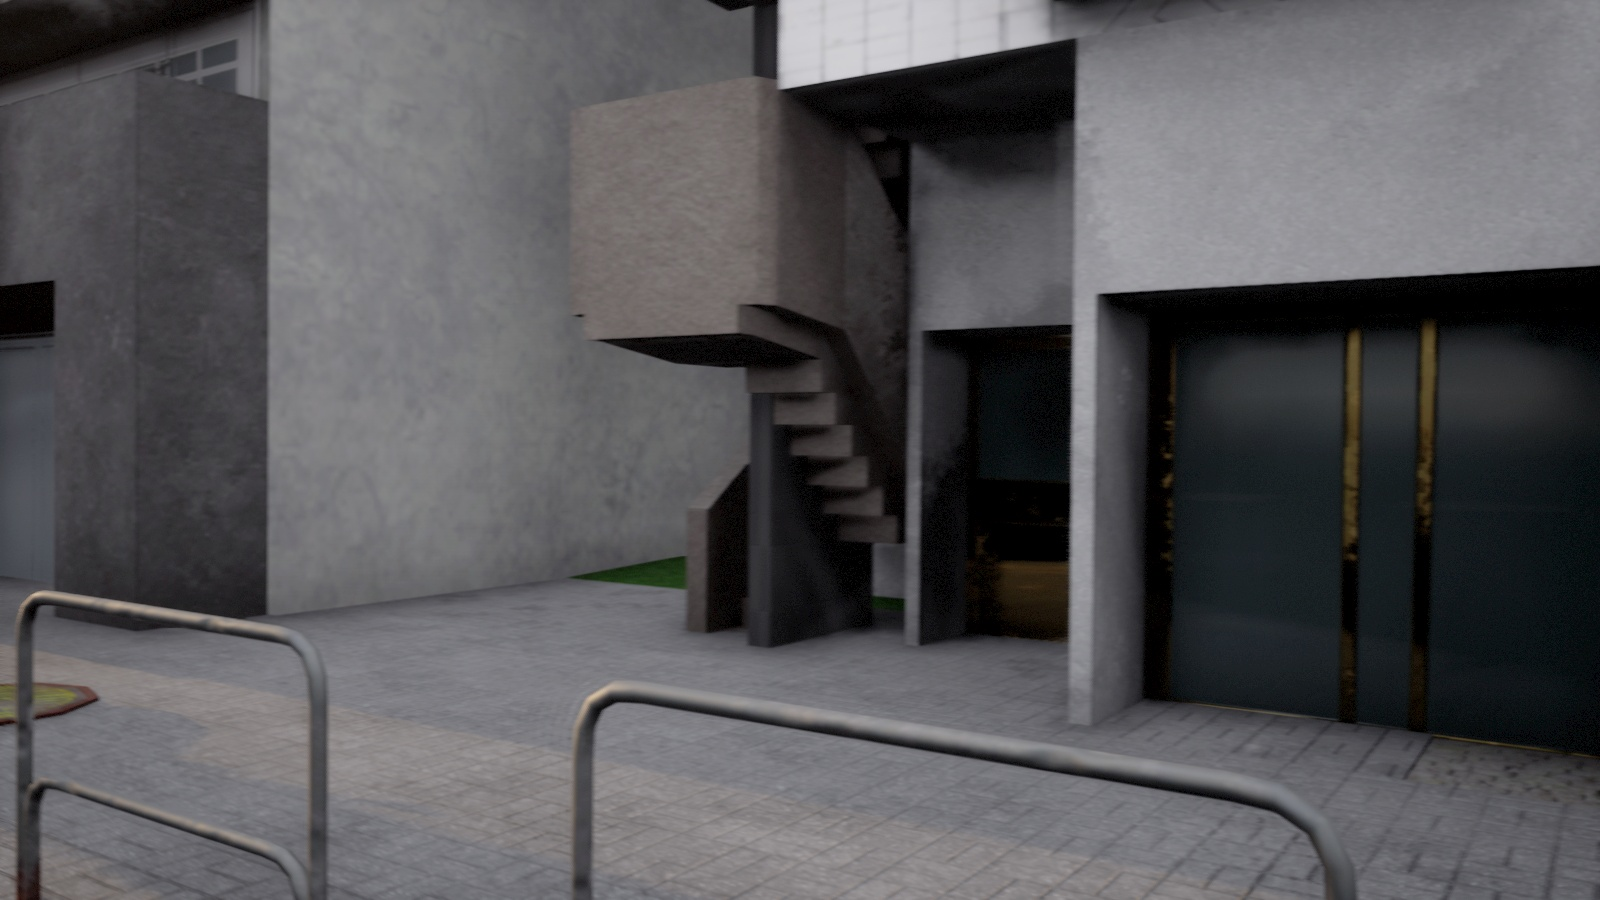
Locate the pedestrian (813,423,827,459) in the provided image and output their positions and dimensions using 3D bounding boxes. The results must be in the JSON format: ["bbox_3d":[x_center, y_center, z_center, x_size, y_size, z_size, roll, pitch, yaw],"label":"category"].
[{"bbox_3d":[1.069,-0.479,66.128,0.376,1.854,0.720,0,1,33],"label":"pedestrian"}]
